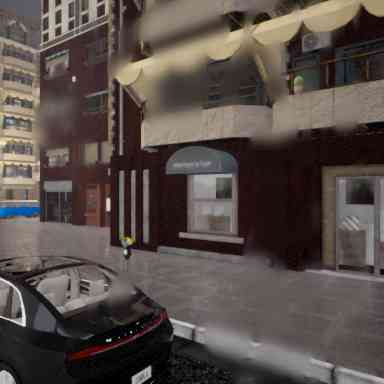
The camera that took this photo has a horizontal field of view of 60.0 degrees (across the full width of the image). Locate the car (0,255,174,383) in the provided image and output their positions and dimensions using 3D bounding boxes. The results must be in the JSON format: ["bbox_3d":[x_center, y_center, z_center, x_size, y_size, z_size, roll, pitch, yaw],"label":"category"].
[{"bbox_3d":[-2.263,1.551,4.483,4.403,1.369,2.008,0,0,35],"label":"car"}]

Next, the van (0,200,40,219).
[{"bbox_3d":[-16.559,1.708,32.133,1.690,1.788,3.998,-1,-2,35],"label":"van"}]
